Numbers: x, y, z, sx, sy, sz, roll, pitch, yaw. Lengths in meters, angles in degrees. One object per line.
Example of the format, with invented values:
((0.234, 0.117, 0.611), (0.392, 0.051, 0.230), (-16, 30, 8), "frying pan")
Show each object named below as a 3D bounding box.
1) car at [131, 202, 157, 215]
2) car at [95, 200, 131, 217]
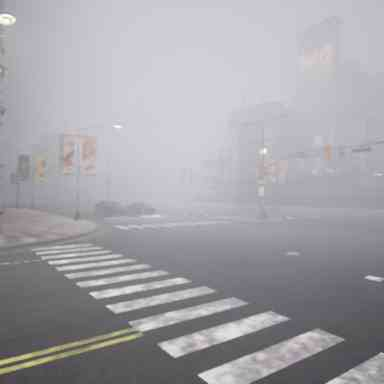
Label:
((-5.469, 1.716, 35.683), (1.994, 1.385, 4.181), (1, 0, -36), "car")
((-8.293, 1.624, 33.617), (1.837, 1.490, 4.892), (1, 0, -36), "car")
